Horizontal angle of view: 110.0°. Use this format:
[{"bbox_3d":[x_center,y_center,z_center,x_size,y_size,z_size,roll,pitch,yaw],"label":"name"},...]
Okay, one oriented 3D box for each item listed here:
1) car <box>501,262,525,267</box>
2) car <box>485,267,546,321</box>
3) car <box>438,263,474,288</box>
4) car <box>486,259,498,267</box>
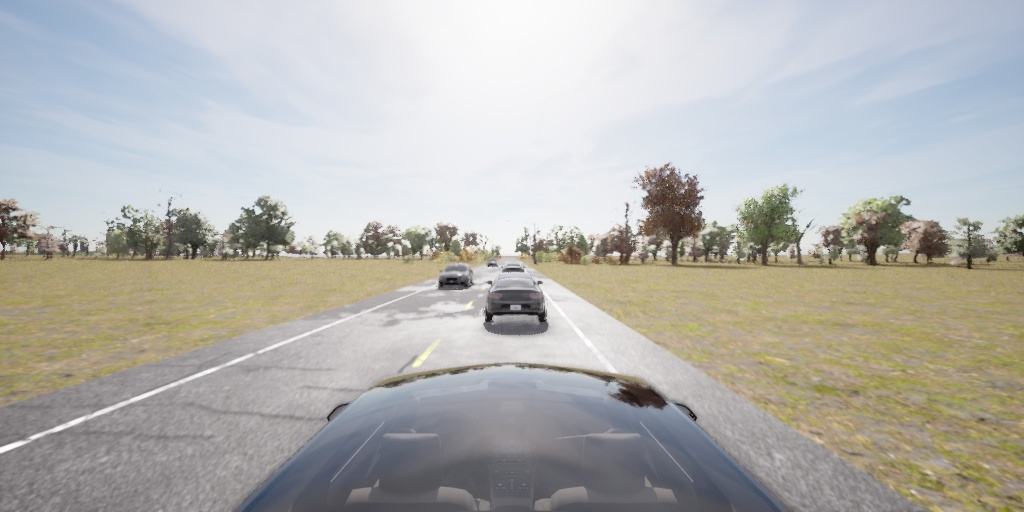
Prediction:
[{"bbox_3d":[0.107,1.257,30.285,1.837,1.490,4.892,0,0,0],"label":"car"},{"bbox_3d":[0.104,1.277,12.345,1.812,1.442,4.674,0,0,0],"label":"car"},{"bbox_3d":[-3.593,1.257,23.702,1.837,1.490,4.892,0,0,0],"label":"car"},{"bbox_3d":[-3.507,1.243,64.357,1.837,1.490,4.892,0,0,1],"label":"car"}]
